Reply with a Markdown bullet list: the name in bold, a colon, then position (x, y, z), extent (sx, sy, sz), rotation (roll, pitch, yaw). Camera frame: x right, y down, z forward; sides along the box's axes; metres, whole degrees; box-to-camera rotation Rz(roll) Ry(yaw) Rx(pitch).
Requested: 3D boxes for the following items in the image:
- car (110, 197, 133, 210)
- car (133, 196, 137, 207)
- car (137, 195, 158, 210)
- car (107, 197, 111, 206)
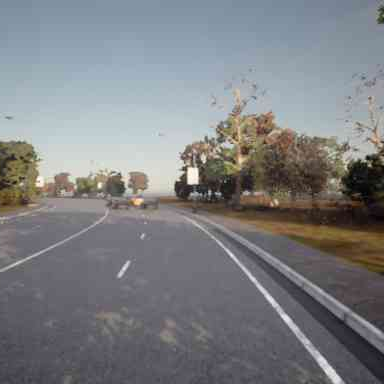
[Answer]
- **car**: position (-9.269, 1.524, 43.481), extent (1.837, 1.490, 4.892), rotation (0, 0, -16)
- **car**: position (-8.688, 1.373, 53.290), extent (2.097, 1.767, 4.553), rotation (0, 0, -20)
- **car**: position (-5.619, 1.520, 43.433), extent (1.837, 1.490, 4.892), rotation (0, 0, -16)
- **car**: position (-12.403, 1.502, 53.280), extent (1.882, 1.535, 5.008), rotation (0, 0, -20)
